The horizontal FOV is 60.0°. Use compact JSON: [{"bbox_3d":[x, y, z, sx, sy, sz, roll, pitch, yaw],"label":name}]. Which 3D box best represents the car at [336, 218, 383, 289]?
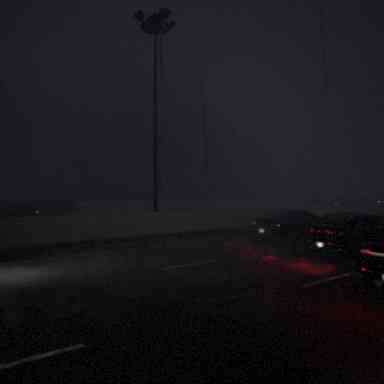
[{"bbox_3d":[5.871,1.489,7.962,4.902,1.511,2.128,0,0,-36],"label":"car"}]

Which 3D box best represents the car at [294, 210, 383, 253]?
[{"bbox_3d":[6.250,1.501,12.540,4.892,1.490,1.837,0,0,-36],"label":"car"}]

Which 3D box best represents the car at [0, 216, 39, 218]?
[{"bbox_3d":[-12.181,1.352,21.106,4.553,1.767,2.097,0,0,-36],"label":"car"}]

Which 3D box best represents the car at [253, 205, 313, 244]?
[{"bbox_3d":[4.921,1.522,15.893,4.674,1.442,1.812,0,0,-36],"label":"car"}]

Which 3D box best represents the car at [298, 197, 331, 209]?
[{"bbox_3d":[17.311,1.478,46.840,4.902,1.511,2.128,0,0,-38],"label":"car"}]
